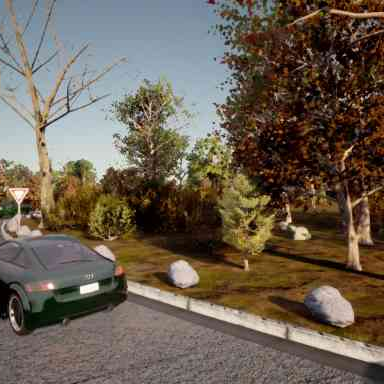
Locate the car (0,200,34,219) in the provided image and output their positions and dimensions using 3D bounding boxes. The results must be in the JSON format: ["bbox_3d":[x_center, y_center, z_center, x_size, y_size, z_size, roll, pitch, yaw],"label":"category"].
[{"bbox_3d":[-20.501,1.973,38.528,2.150,2.045,5.566,-2,-2,-1],"label":"car"}]

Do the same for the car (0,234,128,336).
[{"bbox_3d":[-3.193,1.581,6.870,4.181,1.385,1.994,0,0,42],"label":"car"}]
